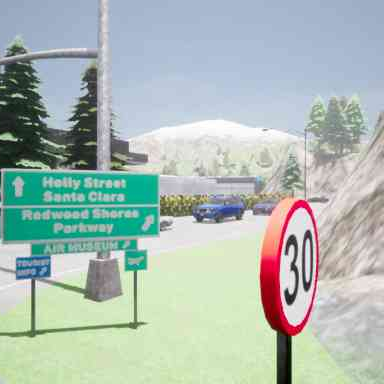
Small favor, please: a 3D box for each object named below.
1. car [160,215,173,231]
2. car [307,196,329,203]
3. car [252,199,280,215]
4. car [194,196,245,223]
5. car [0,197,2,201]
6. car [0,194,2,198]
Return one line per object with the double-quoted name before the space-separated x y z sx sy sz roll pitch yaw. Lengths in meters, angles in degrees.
"car" -3.277 1.792 20.032 1.895 1.301 4.718 0 0 36
"car" 28.278 1.717 74.712 2.128 1.511 4.902 0 0 -42
"car" 8.316 1.544 36.049 2.097 1.767 4.553 0 0 36
"car" 2.405 1.413 27.890 2.150 2.045 5.566 0 0 36
"car" -12.436 1.505 26.016 1.905 1.878 3.866 0 0 35
"car" -38.765 1.489 69.883 4.514 1.523 2.007 0 0 35
